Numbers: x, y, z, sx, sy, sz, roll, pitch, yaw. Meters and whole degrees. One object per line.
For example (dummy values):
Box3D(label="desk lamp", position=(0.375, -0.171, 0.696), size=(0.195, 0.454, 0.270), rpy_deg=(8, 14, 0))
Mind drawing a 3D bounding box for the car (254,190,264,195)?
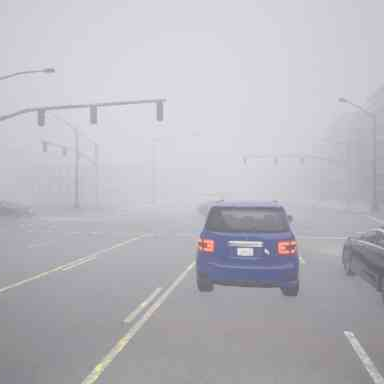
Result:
Box3D(label="car", position=(15.261, 0.904, 75.459), size=(1.994, 1.385, 4.181), rpy_deg=(0, 1, 11))

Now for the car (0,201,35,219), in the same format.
Box3D(label="car", position=(-16.083, 1.491, 28.748), size=(4.902, 1.511, 2.128), rpy_deg=(0, 0, 10))

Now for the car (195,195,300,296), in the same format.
Box3D(label="car", position=(1.511, 1.221, 8.911), size=(2.150, 2.045, 5.566), rpy_deg=(0, 0, 11))

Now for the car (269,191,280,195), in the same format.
Box3D(label="car", position=(18.732, 0.881, 74.962), size=(2.128, 1.511, 4.902), rpy_deg=(0, 1, 11))

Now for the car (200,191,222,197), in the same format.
Box3D(label="car", position=(2.489, 1.079, 47.462), size=(2.150, 2.045, 5.566), rpy_deg=(0, 1, 11))

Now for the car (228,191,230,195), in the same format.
Box3D(label="car", position=(6.615, 0.741, 67.889), size=(2.150, 2.045, 5.566), rpy_deg=(0, 1, 12))

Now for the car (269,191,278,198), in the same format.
Box3D(label="car", position=(20.711, 0.552, 84.965), size=(2.097, 1.767, 4.553), rpy_deg=(0, 1, 11))

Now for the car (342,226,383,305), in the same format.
Box3D(label="car", position=(4.779, 1.492, 7.389), size=(2.128, 1.511, 4.902), rpy_deg=(0, 0, 11))

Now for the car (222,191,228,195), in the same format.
Box3D(label="car", position=(4.515, 0.926, 57.649), size=(2.150, 2.045, 5.566), rpy_deg=(0, 1, 11))

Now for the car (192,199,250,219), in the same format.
Box3D(label="car", position=(2.609, 1.470, 29.741), size=(4.892, 1.490, 1.837), rpy_deg=(0, 2, -26))
